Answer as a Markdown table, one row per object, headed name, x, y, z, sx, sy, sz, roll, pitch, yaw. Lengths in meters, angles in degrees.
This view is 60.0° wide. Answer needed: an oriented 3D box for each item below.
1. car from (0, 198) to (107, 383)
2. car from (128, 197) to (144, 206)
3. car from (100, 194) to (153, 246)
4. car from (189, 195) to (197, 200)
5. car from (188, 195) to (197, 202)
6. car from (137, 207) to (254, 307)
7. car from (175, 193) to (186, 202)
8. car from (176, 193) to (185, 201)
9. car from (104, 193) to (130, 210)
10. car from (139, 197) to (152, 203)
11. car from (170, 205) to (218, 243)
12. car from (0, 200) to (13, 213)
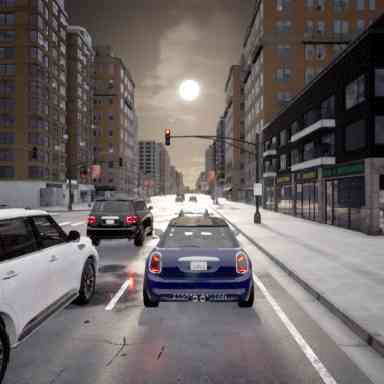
| name | x | y | z | sx | sy | sz | roll | pitch | yaw |
| --- | --- | --- | --- | --- | --- | --- | --- | --- | --- |
| car | -3.140 | 1.222 | 4.955 | 2.150 | 2.045 | 5.566 | 0 | 0 | 1 |
| car | -9.635 | 1.590 | 57.537 | 1.994 | 1.385 | 4.181 | 0 | 0 | 0 |
| car | -3.100 | 1.224 | 15.308 | 2.150 | 2.045 | 5.566 | 0 | 0 | 0 |
| car | 0.300 | 1.496 | 88.193 | 1.994 | 1.385 | 4.181 | 0 | 0 | 0 |
| car | 0.267 | 1.568 | 78.185 | 1.812 | 1.442 | 4.674 | 0 | 0 | 0 |
| car | 0.125 | 1.353 | 8.113 | 2.097 | 1.767 | 4.553 | 0 | 0 | 0 |
| car | -2.985 | 1.583 | 77.783 | 2.033 | 1.411 | 5.357 | 0 | 0 | 0 |
| car | -2.950 | 1.168 | 88.235 | 2.150 | 2.045 | 5.566 | 0 | 0 | 0 |
| car | -9.738 | 1.236 | 43.735 | 2.150 | 2.045 | 5.566 | 0 | 0 | 1 |
| car | -9.517 | 1.635 | 68.573 | 1.895 | 1.301 | 4.718 | 0 | 0 | 0 |
| car | 0.113 | 1.494 | 17.182 | 2.128 | 1.511 | 4.902 | 0 | 0 | 1 |
| car | -22.028 | 1.596 | 36.027 | 4.313 | 1.339 | 1.947 | 0 | 0 | 0 |
